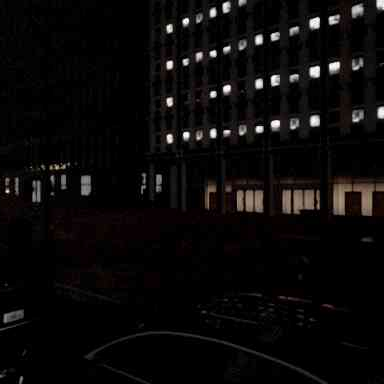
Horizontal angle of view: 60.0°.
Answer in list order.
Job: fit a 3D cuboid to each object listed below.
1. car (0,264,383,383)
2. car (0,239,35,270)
[{"bbox_3d":[0.294,1.536,2.676,4.403,1.369,2.008,1,0,35],"label":"car"},{"bbox_3d":[-4.244,1.466,5.901,4.403,1.369,2.008,1,0,35],"label":"car"}]
